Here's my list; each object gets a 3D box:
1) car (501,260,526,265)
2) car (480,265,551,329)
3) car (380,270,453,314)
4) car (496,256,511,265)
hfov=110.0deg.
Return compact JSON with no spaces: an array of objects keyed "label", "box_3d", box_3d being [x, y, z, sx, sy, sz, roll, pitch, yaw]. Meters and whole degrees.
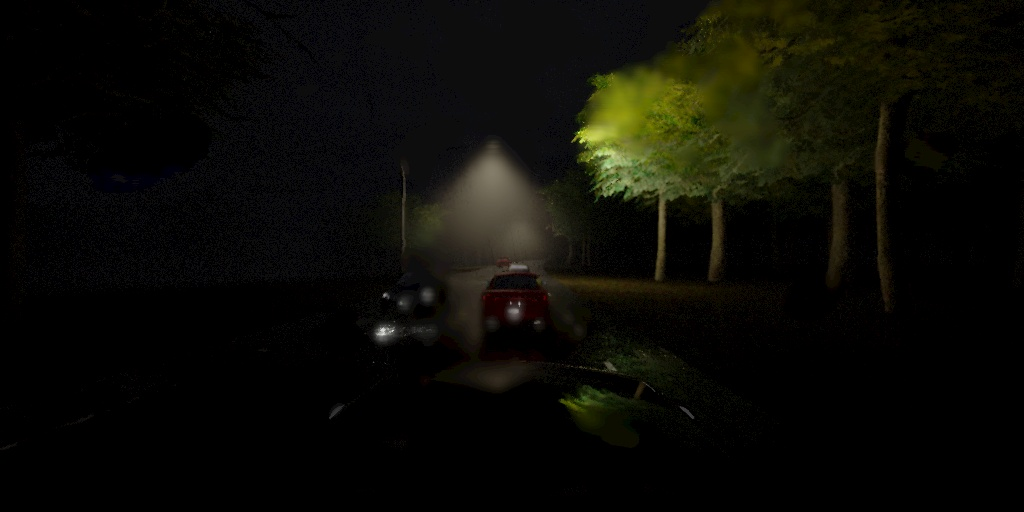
[{"label":"car","box_3d":[0.533,1.300,28.533,2.033,1.411,5.357,0,0,2]},{"label":"car","box_3d":[0.134,1.228,11.341,1.882,1.535,5.008,0,0,1]},{"label":"car","box_3d":[-3.486,1.275,13.916,1.812,1.442,4.674,0,0,1]},{"label":"car","box_3d":[-1.376,1.002,62.386,2.150,2.045,5.566,0,1,4]}]
